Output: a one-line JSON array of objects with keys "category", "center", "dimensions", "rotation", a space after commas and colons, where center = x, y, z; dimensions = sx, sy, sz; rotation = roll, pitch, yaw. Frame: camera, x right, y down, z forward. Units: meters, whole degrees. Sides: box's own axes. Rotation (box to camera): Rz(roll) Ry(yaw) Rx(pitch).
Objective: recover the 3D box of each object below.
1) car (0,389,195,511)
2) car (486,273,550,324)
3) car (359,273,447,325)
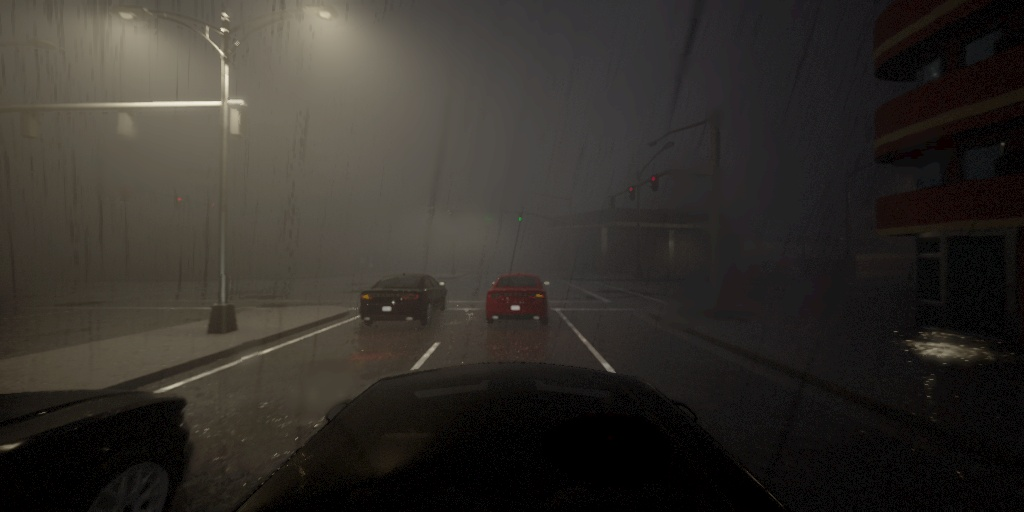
[{"category": "car", "center": [-3.404, 1.219, 0.712], "dimensions": [1.882, 1.535, 5.008], "rotation": [0, 0, 0]}, {"category": "car", "center": [0.293, 1.321, 12.539], "dimensions": [1.882, 1.535, 5.008], "rotation": [0, 0, 5]}, {"category": "car", "center": [-3.466, 1.319, 12.294], "dimensions": [1.882, 1.535, 5.008], "rotation": [0, -1, -1]}]
